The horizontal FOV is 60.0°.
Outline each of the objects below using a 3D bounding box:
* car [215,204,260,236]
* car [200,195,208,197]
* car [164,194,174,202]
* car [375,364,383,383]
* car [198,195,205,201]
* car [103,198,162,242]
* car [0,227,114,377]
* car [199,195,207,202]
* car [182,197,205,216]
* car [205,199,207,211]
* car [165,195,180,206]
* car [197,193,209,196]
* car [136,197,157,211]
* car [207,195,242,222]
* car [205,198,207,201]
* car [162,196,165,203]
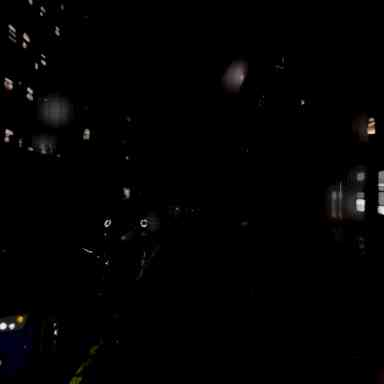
[{"bbox_3d":[2.519,1.557,18.064,1.947,1.339,4.313,-1,0,0],"label":"car"},{"bbox_3d":[2.459,1.544,45.809,1.947,1.339,4.313,-1,0,0],"label":"car"},{"bbox_3d":[-5.496,1.403,79.065,1.967,1.590,4.097,-1,0,0],"label":"car"},{"bbox_3d":[2.561,1.580,1.418,1.802,1.307,4.206,-1,0,0],"label":"car"},{"bbox_3d":[2.374,1.537,84.652,1.802,1.307,4.206,-1,0,0],"label":"car"},{"bbox_3d":[-2.872,1.347,16.311,2.097,1.767,4.553,0,0,0],"label":"car"},{"bbox_3d":[-2.861,1.564,5.619,1.994,1.385,4.181,0,0,0],"label":"car"},{"bbox_3d":[2.397,1.487,73.724,1.752,1.417,4.829,-1,0,0],"label":"car"},{"bbox_3d":[0.038,1.513,32.248,1.812,1.442,4.674,0,0,0],"label":"car"},{"bbox_3d":[2.495,1.538,29.162,2.008,1.369,4.403,-1,0,0],"label":"car"},{"bbox_3d":[-2.928,1.577,54.829,1.895,1.301,4.718,0,0,0],"label":"car"},{"bbox_3d":[2.419,1.284,62.456,2.192,1.841,5.009,-1,0,0],"label":"car"},{"bbox_3d":[-5.411,1.426,40.222,1.967,1.590,4.097,-1,0,0],"label":"car"},{"bbox_3d":[2.504,1.304,23.613,2.192,1.841,5.009,-1,0,0],"label":"car"},{"bbox_3d":[2.483,1.566,34.711,1.802,1.307,4.206,-1,0,0],"label":"car"},{"bbox_3d":[-5.470,1.495,67.797,1.752,1.417,4.829,-1,0,0],"label":"car"}]
